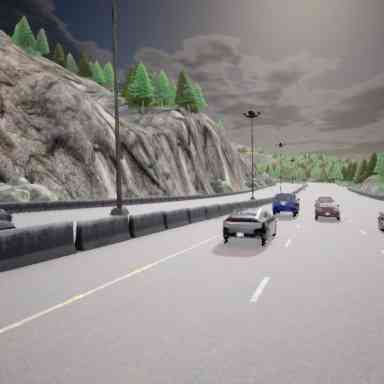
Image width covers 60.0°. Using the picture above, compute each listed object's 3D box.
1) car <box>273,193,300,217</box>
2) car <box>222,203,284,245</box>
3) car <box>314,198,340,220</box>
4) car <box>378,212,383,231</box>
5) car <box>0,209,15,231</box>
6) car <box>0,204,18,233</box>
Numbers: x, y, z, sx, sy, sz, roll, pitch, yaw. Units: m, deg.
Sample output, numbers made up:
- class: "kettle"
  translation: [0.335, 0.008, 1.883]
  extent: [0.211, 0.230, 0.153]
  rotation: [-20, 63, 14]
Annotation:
- class: "car"
  translation: [8.947, 1.159, 31.518]
  extent: [2.150, 2.045, 5.566]
  rotation: [0, 0, 21]
- class: "car"
  translation: [2.785, 1.460, 15.434]
  extent: [2.128, 1.511, 4.902]
  rotation: [0, 0, 21]
- class: "car"
  translation: [11.094, 1.476, 27.361]
  extent: [1.812, 1.442, 4.674]
  rotation: [0, 0, 21]
- class: "car"
  translation: [10.974, 1.460, 17.243]
  extent: [2.128, 1.511, 4.902]
  rotation: [0, 0, 21]
- class: "car"
  translation: [-9.411, 1.533, 13.507]
  extent: [1.994, 1.385, 4.181]
  rotation: [0, 0, 21]
- class: "car"
  translation: [-11.739, 1.466, 17.214]
  extent: [1.837, 1.490, 4.892]
  rotation: [0, 0, 21]
